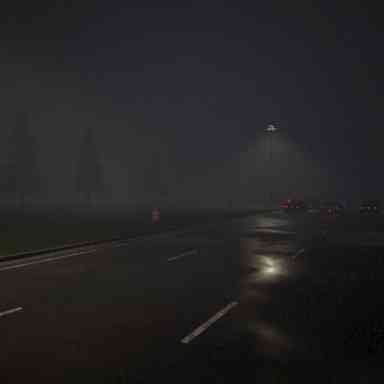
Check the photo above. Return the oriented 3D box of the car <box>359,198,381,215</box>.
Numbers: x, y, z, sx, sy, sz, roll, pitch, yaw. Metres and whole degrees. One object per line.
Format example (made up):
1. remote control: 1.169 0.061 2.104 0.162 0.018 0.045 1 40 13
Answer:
1. car: 18.128 1.568 33.959 2.033 1.411 5.357 0 0 30

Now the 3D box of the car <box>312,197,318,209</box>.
1. car: 16.589 1.528 45.654 1.837 1.490 4.892 0 0 30

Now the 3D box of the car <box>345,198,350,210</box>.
1. car: 19.877 1.503 44.355 1.882 1.535 5.008 0 0 30

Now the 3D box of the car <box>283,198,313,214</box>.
1. car: 11.435 1.565 36.340 2.033 1.411 5.357 0 0 29

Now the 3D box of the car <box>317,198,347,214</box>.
1. car: 15.058 1.620 35.639 1.895 1.301 4.718 0 0 29

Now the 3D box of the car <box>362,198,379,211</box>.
1. car: 23.183 1.531 43.087 1.837 1.490 4.892 0 0 30
